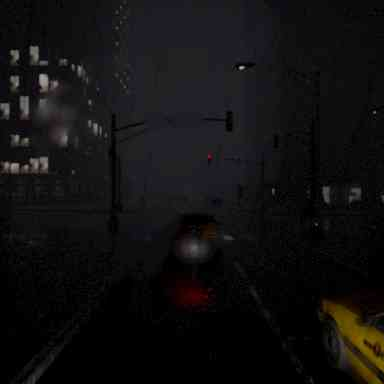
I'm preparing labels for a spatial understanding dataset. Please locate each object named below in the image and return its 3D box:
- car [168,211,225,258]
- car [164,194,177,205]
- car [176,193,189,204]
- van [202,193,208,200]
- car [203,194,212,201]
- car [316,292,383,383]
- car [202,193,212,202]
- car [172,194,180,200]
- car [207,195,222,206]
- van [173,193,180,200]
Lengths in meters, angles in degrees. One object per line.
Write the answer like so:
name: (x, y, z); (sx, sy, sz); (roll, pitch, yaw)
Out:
car: (0.184, 1.493, 12.714); (1.837, 1.490, 4.892); (0, 0, 3)
car: (-4.078, 1.538, 59.248); (1.802, 1.307, 4.206); (0, 0, 0)
car: (-1.563, 1.443, 64.207); (2.128, 1.511, 4.902); (0, 0, 0)
van: (3.624, 1.236, 92.455); (1.690, 1.788, 3.998); (0, 0, 0)
car: (3.683, 1.357, 81.400); (1.967, 1.590, 4.097); (0, 0, 0)
car: (2.565, 1.523, 2.830); (1.752, 1.417, 4.829); (0, 0, 0)
car: (3.713, 1.243, 75.872); (2.192, 1.841, 5.009); (0, 0, 0)
car: (-4.226, 1.346, 86.886); (1.967, 1.590, 4.097); (0, 0, 0)
car: (3.881, 1.529, 53.764); (1.947, 1.339, 4.313); (0, 0, 0)
van: (-4.256, 1.236, 92.413); (1.690, 1.788, 3.998); (0, 0, 0)
